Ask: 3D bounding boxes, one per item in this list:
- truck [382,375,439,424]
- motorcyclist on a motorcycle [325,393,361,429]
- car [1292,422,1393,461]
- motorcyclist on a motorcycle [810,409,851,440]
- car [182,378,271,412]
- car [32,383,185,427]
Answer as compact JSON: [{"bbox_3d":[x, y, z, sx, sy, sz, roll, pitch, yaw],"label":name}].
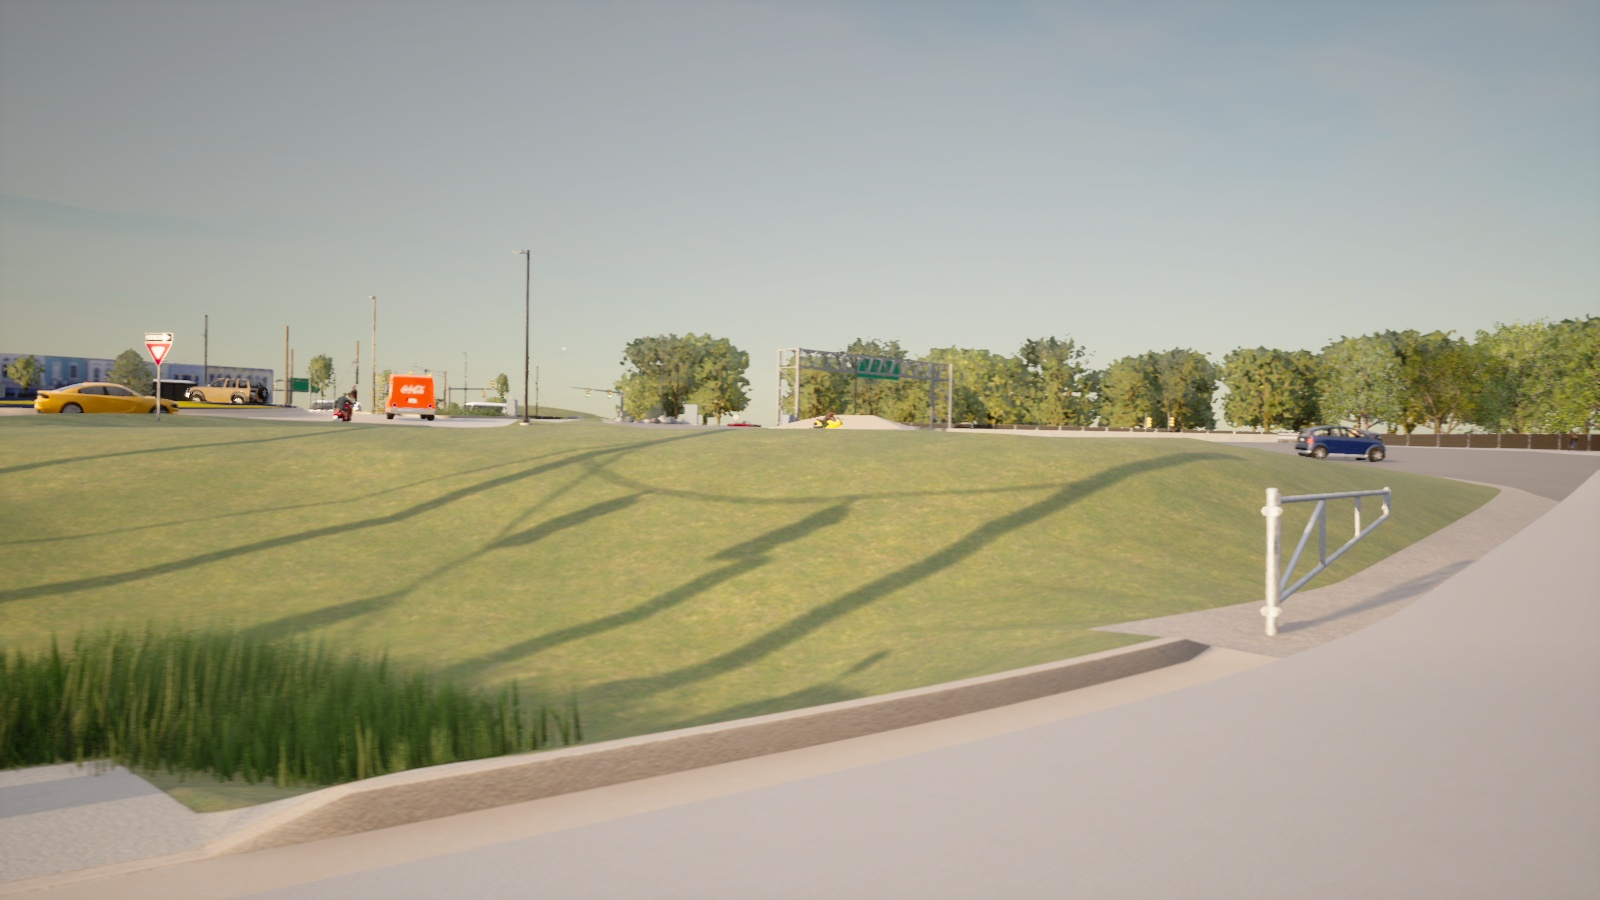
[{"bbox_3d":[-21.693,-2.825,69.768,2.627,2.467,5.204,1,3,-21],"label":"truck"},{"bbox_3d":[-22.029,-1.896,60.554,0.866,1.590,1.817,5,3,4],"label":"motorcyclist on a motorcycle"},{"bbox_3d":[24.334,-0.387,56.404,3.705,1.549,1.789,2,3,0],"label":"car"},{"bbox_3d":[1.548,-1.317,64.242,2.044,1.523,0.797,4,3,40],"label":"motorcyclist on a motorcycle"},{"bbox_3d":[-34.806,-3.322,76.227,4.605,1.855,1.932,2,1,10],"label":"car"},{"bbox_3d":[-27.226,-1.770,49.551,5.008,1.535,1.882,0,4,-40],"label":"car"}]
